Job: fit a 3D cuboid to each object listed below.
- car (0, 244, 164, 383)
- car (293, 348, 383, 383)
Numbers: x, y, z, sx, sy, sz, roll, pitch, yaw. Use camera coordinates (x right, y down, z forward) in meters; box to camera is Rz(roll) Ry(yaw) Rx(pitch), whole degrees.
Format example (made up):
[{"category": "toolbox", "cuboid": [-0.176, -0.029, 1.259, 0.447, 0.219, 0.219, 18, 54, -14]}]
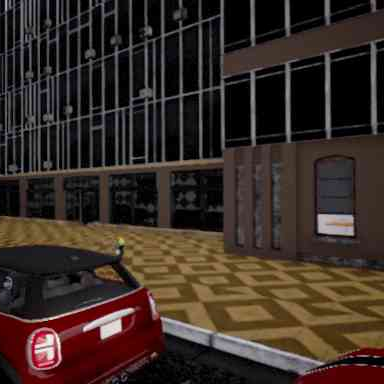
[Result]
[{"category": "car", "cuboid": [-2.423, 1.464, 4.606, 4.097, 1.590, 1.967, 0, 0, 36]}, {"category": "car", "cuboid": [2.210, 1.434, 1.299, 4.097, 1.590, 1.967, 0, 0, 36]}]
